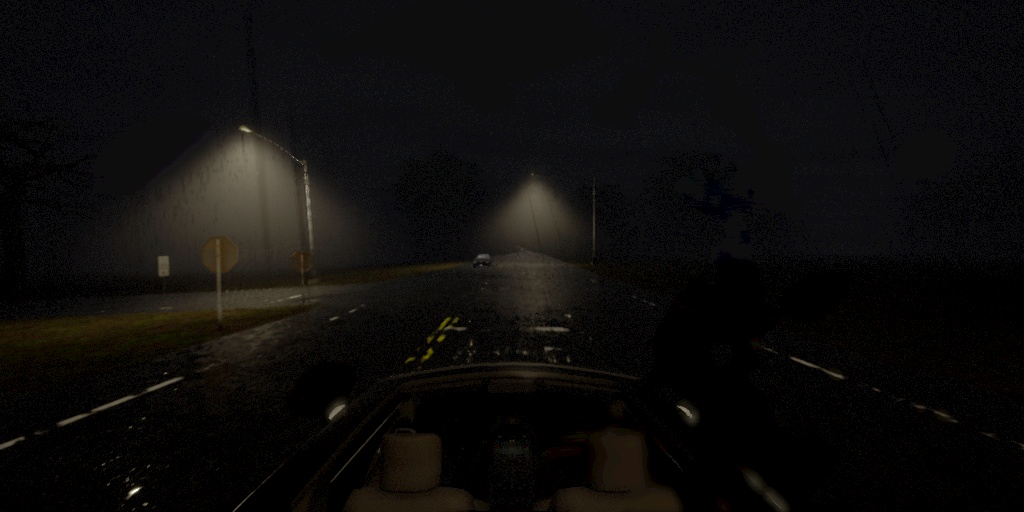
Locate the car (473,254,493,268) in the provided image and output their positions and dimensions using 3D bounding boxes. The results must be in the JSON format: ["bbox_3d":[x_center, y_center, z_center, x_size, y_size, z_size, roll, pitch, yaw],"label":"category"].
[{"bbox_3d":[-3.070,0.478,39.060,2.033,1.411,5.357,0,2,2],"label":"car"}]
